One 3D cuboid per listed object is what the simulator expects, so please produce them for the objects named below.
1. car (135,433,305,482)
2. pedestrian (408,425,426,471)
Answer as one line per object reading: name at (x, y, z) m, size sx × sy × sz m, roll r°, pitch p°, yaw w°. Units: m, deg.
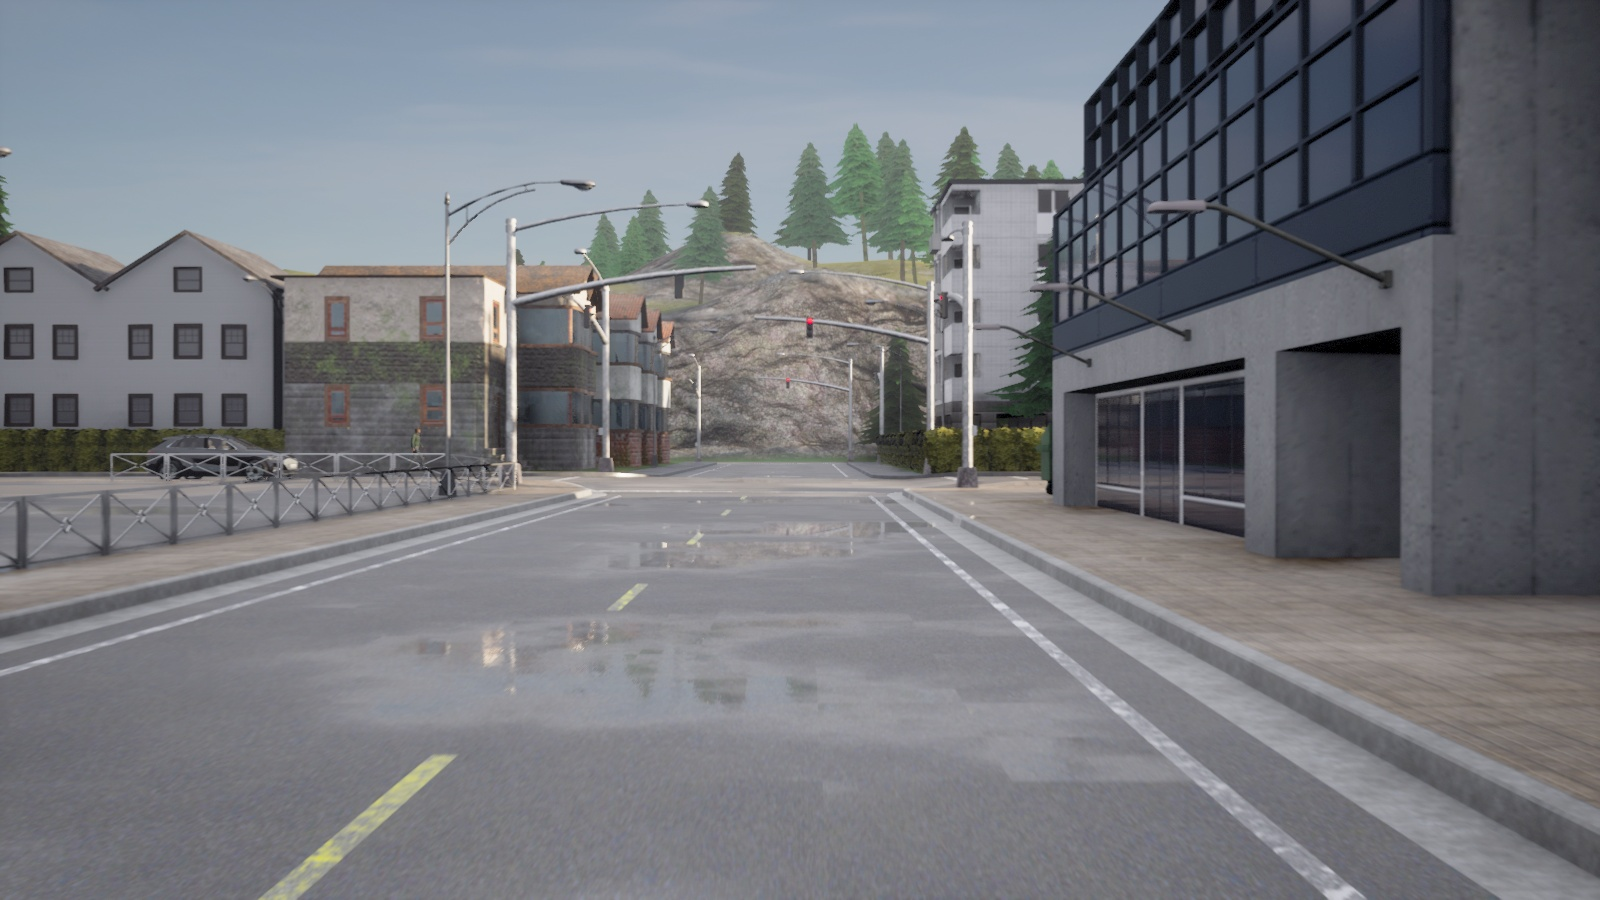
car at (-19.758, 0.242, 42.912) m, size 4.856 × 1.649 × 2.033 m, roll 0°, pitch 0°, yaw 0°
pedestrian at (-15.397, -0.070, 50.456) m, size 0.614 × 1.847 × 0.353 m, roll 0°, pitch 0°, yaw 0°
